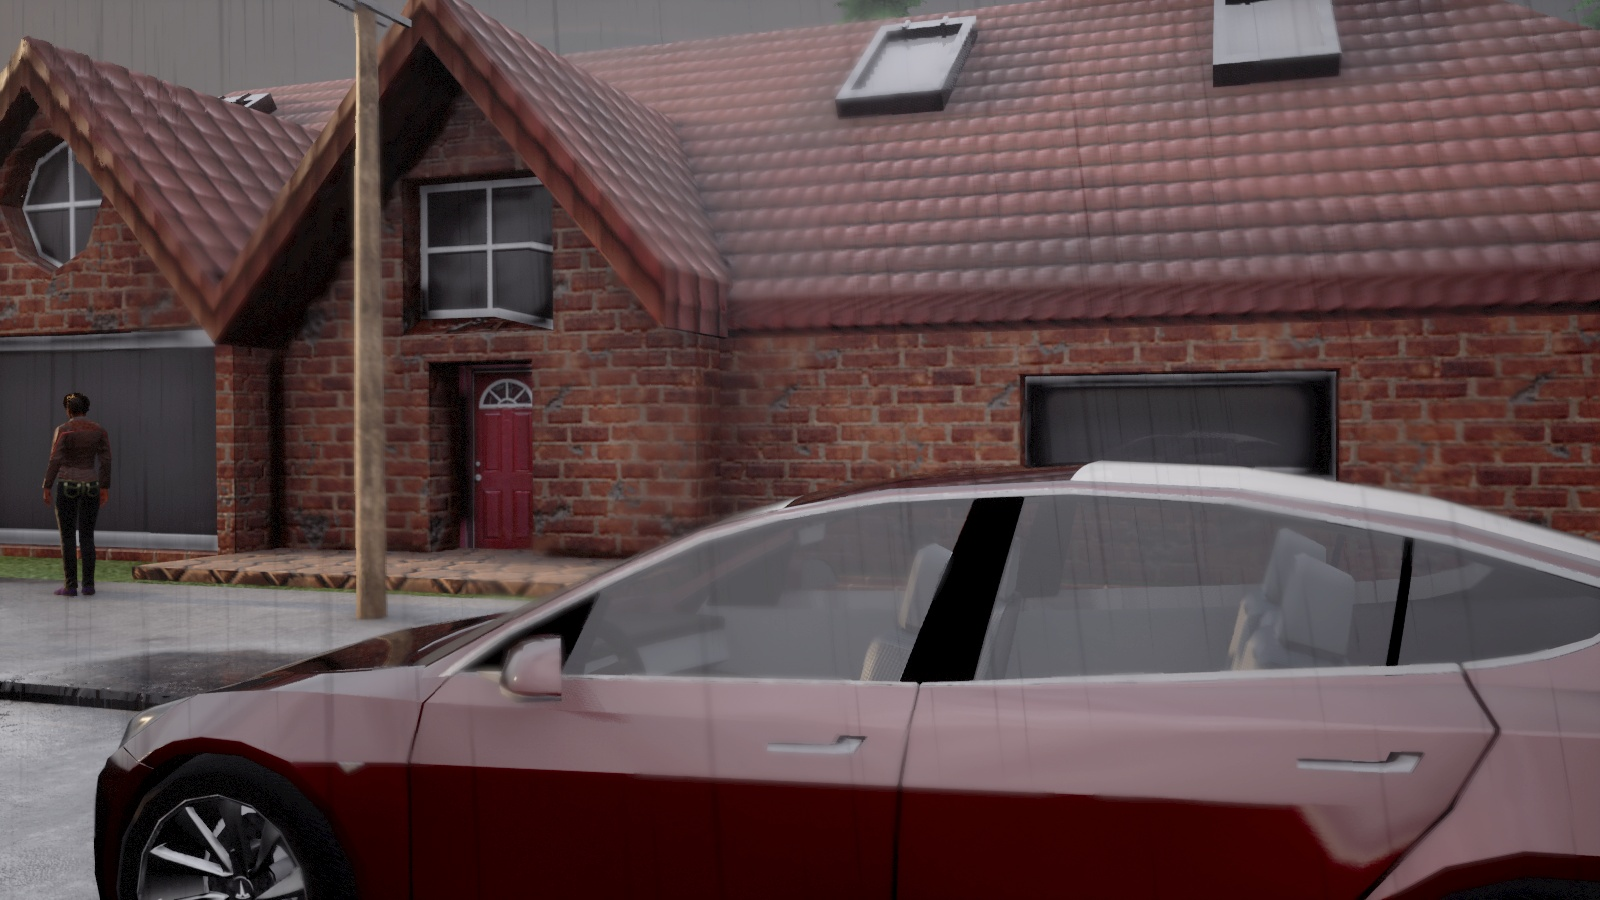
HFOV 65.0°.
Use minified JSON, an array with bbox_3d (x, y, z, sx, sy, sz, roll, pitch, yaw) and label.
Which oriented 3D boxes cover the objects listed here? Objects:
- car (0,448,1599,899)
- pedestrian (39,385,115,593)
[{"bbox_3d":[0.350,0.770,3.606,4.792,1.488,2.163,1,1,18],"label":"car"},{"bbox_3d":[-6.520,0.331,11.311,0.869,1.805,0.328,1,1,42],"label":"pedestrian"}]
